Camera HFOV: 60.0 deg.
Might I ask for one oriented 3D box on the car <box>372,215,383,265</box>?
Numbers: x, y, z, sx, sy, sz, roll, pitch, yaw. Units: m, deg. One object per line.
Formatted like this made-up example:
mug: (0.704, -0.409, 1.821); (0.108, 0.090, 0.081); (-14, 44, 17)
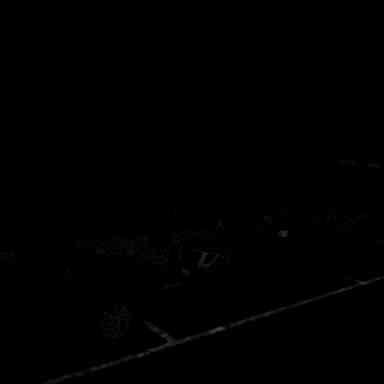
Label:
car: (6.522, 1.498, 11.359); (4.313, 1.339, 1.947); (0, 1, -35)

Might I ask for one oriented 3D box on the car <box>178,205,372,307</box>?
car: (1.932, 1.279, 8.105); (5.009, 1.841, 2.192); (0, 1, -35)

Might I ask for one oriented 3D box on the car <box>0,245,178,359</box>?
car: (-2.658, 1.541, 4.857); (4.507, 1.381, 1.887); (0, 1, -35)
